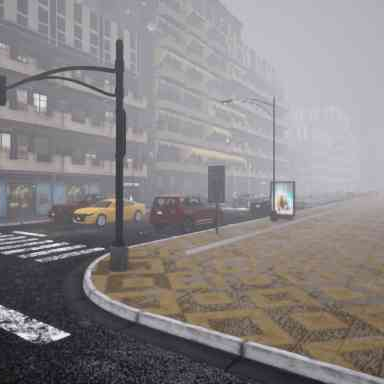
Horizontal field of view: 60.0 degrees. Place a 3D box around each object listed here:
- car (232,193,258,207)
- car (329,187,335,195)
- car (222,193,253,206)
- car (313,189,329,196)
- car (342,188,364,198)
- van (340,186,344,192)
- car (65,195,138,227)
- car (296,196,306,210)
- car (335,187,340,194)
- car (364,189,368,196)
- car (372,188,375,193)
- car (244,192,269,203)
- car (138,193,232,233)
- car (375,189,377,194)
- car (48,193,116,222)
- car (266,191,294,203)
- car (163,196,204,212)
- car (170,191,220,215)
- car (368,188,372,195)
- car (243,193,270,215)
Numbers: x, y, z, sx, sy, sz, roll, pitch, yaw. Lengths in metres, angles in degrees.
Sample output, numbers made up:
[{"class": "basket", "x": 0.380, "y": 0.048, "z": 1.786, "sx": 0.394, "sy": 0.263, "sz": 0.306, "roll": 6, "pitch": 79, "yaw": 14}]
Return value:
[{"class": "car", "x": 6.080, "y": 0.842, "z": 36.812, "sx": 1.837, "sy": 1.490, "sz": 4.892, "roll": 0, "pitch": 1, "yaw": 35}, {"class": "car", "x": 31.012, "y": -0.027, "z": 77.048, "sx": 1.887, "sy": 1.381, "sz": 4.507, "roll": 2, "pitch": 2, "yaw": 35}, {"class": "car", "x": 5.619, "y": 0.828, "z": 40.667, "sx": 2.008, "sy": 1.369, "sz": 4.403, "roll": 2, "pitch": 2, "yaw": 35}, {"class": "car", "x": 27.838, "y": -0.025, "z": 72.497, "sx": 1.967, "sy": 1.590, "sz": 4.097, "roll": 2, "pitch": 2, "yaw": 35}, {"class": "car", "x": 28.403, "y": 0.308, "z": 58.668, "sx": 1.887, "sy": 1.381, "sz": 4.507, "roll": 1, "pitch": 2, "yaw": 35}, {"class": "van", "x": 37.362, "y": -0.446, "z": 86.137, "sx": 1.690, "sy": 1.788, "sz": 3.998, "roll": 2, "pitch": 2, "yaw": 35}, {"class": "car", "x": -5.045, "y": 1.180, "z": 20.880, "sx": 1.882, "sy": 1.535, "sz": 5.008, "roll": 0, "pitch": 1, "yaw": 34}, {"class": "car", "x": 9.353, "y": 0.965, "z": 31.376, "sx": 1.947, "sy": 1.339, "sz": 4.313, "roll": 1, "pitch": 2, "yaw": 35}, {"class": "car", "x": 34.187, "y": -0.240, "z": 81.593, "sx": 1.967, "sy": 1.590, "sz": 4.097, "roll": 2, "pitch": 2, "yaw": 35}, {"class": "car", "x": 31.578, "y": 0.098, "z": 63.213, "sx": 1.967, "sy": 1.590, "sz": 4.097, "roll": 1, "pitch": 2, "yaw": 35}, {"class": "car", "x": 37.928, "y": -0.012, "z": 72.314, "sx": 1.887, "sy": 1.381, "sz": 4.507, "roll": 1, "pitch": 2, "yaw": 35}, {"class": "car", "x": 8.792, "y": 0.754, "z": 45.214, "sx": 1.802, "sy": 1.307, "sz": 4.206, "roll": 2, "pitch": 2, "yaw": 35}, {"class": "car", "x": -0.170, "y": 1.026, "z": 17.724, "sx": 2.192, "sy": 1.841, "sz": 5.009, "roll": 1, "pitch": 2, "yaw": 35}, {"class": "car", "x": 44.277, "y": -0.221, "z": 81.411, "sx": 2.008, "sy": 1.369, "sz": 4.403, "roll": 1, "pitch": 2, "yaw": 35}, {"class": "car", "x": -7.076, "y": 1.010, "z": 22.469, "sx": 2.192, "sy": 1.841, "sz": 5.009, "roll": 1, "pitch": 2, "yaw": 35}, {"class": "car", "x": 12.084, "y": 0.631, "z": 45.338, "sx": 2.128, "sy": 1.511, "sz": 4.902, "roll": 0, "pitch": 1, "yaw": 35}, {"class": "car", "x": -0.730, "y": 1.069, "z": 31.572, "sx": 1.802, "sy": 1.307, "sz": 4.206, "roll": 2, "pitch": 2, "yaw": 35}, {"class": "car", "x": 0.340, "y": 0.878, "z": 28.601, "sx": 2.097, "sy": 1.767, "sz": 4.553, "roll": 0, "pitch": 1, "yaw": 35}, {"class": "car", "x": 34.753, "y": 0.095, "z": 67.765, "sx": 1.887, "sy": 1.381, "sz": 4.507, "roll": 1, "pitch": 2, "yaw": 35}, {"class": "car", "x": 6.178, "y": 1.069, "z": 26.827, "sx": 1.947, "sy": 1.339, "sz": 4.313, "roll": 1, "pitch": 2, "yaw": 35}]
